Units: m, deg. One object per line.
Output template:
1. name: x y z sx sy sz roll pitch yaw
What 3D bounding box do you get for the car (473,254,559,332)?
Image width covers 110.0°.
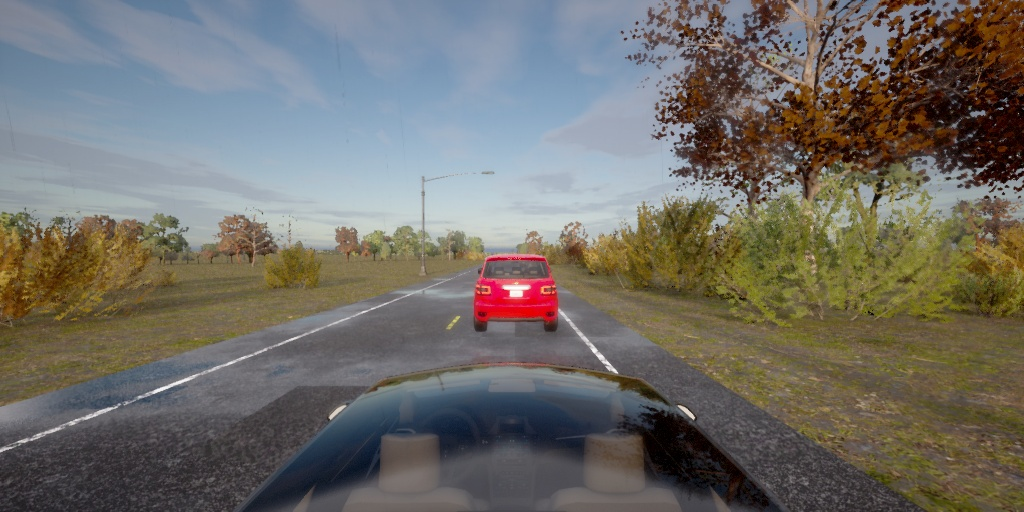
1. car: 0.091 0.968 11.008 2.150 2.045 5.566 0 0 0

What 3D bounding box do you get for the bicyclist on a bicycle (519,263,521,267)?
1. bicyclist on a bicycle: 0.903 1.111 28.727 0.659 1.776 1.843 0 0 0

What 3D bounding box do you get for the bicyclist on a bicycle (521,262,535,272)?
1. bicyclist on a bicycle: 0.942 1.114 18.714 0.659 1.776 1.843 0 0 0
